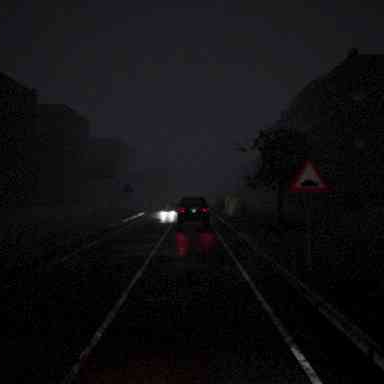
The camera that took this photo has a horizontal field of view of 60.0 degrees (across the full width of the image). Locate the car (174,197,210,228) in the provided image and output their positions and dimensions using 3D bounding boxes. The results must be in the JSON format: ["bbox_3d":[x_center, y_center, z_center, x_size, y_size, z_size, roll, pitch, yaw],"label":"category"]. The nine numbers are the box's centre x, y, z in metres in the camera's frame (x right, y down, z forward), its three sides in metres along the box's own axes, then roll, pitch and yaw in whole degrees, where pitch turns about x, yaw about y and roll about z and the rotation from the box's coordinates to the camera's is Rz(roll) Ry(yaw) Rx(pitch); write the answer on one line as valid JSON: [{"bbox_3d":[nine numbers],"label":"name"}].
[{"bbox_3d":[0.091,1.376,23.875,2.150,2.045,5.566,0,-2,0],"label":"car"}]

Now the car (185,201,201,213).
[{"bbox_3d":[0.066,1.873,42.087,1.895,1.301,4.718,0,0,0],"label":"car"}]

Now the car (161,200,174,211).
[{"bbox_3d":[-3.123,1.784,45.144,2.128,1.511,4.902,0,0,0],"label":"car"}]
